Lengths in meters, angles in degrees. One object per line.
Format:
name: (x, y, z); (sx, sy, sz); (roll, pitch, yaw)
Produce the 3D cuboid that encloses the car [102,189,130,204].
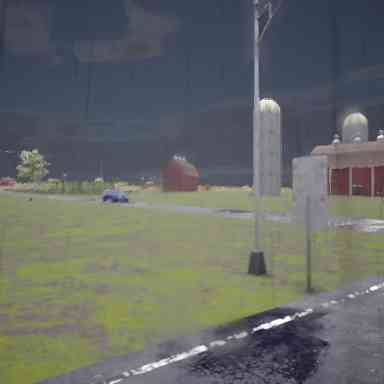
car: (-10.946, 0.584, 47.419); (2.150, 2.045, 5.566); (-1, 1, -37)
